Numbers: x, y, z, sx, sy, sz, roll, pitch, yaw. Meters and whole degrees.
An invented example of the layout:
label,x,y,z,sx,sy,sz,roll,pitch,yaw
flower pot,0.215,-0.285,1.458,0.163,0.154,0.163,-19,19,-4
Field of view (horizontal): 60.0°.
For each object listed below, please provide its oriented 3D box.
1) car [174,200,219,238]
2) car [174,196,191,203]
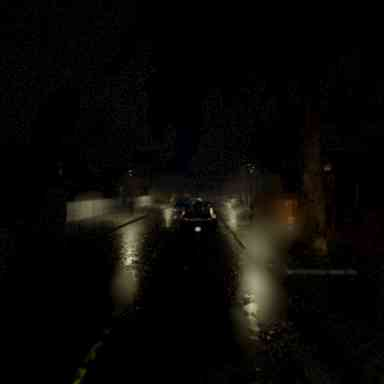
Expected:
label,x,y,z,sx,sy,sz,roll,pitch,yaw
car,0.327,1.411,17.055,2.128,1.511,4.902,0,0,2
car,-1.115,1.296,42.314,1.882,1.535,5.008,0,0,5
